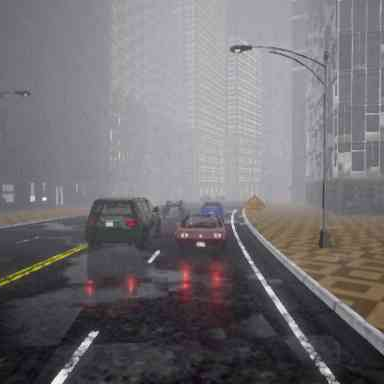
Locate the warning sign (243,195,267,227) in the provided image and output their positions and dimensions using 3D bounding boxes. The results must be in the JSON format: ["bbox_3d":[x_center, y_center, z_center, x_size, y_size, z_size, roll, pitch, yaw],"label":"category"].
[{"bbox_3d":[3.793,1.116,20.185,1.300,1.860,1.060,1,1,5],"label":"warning sign"}]

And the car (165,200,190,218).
[{"bbox_3d":[-1.361,1.487,29.348,2.128,1.511,4.902,0,0,7],"label":"car"}]

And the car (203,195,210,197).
[{"bbox_3d":[3.403,1.491,78.140,1.837,1.490,4.892,0,0,18],"label":"car"}]

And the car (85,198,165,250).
[{"bbox_3d":[-2.775,1.251,14.547,2.150,2.045,5.566,0,0,4],"label":"car"}]

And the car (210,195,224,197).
[{"bbox_3d":[6.460,1.538,77.037,2.128,1.511,4.902,0,0,18],"label":"car"}]

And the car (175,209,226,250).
[{"bbox_3d":[0.468,1.613,14.342,1.895,1.301,4.718,0,0,4],"label":"car"}]

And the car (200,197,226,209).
[{"bbox_3d":[1.863,1.484,28.937,1.882,1.535,5.008,0,0,7],"label":"car"}]
